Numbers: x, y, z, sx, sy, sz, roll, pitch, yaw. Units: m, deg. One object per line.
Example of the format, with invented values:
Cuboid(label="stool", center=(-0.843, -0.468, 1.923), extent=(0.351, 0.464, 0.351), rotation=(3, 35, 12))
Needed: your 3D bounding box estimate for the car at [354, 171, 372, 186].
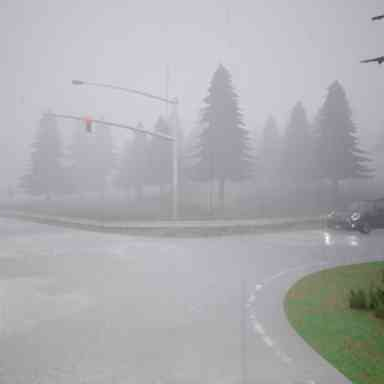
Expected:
Cuboid(label="car", center=(26.884, -2.113, 52.453), extent=(2.150, 2.045, 5.566), rotation=(0, 5, 24))

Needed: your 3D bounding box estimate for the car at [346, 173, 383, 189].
Cuboid(label="car", center=(22.126, -1.261, 43.293), extent=(2.150, 2.045, 5.566), rotation=(0, 4, 1))

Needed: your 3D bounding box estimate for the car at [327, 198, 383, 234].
Cuboid(label="car", center=(9.536, 1.143, 17.906), extent=(4.553, 1.767, 2.097), rotation=(-2, 1, -22))
